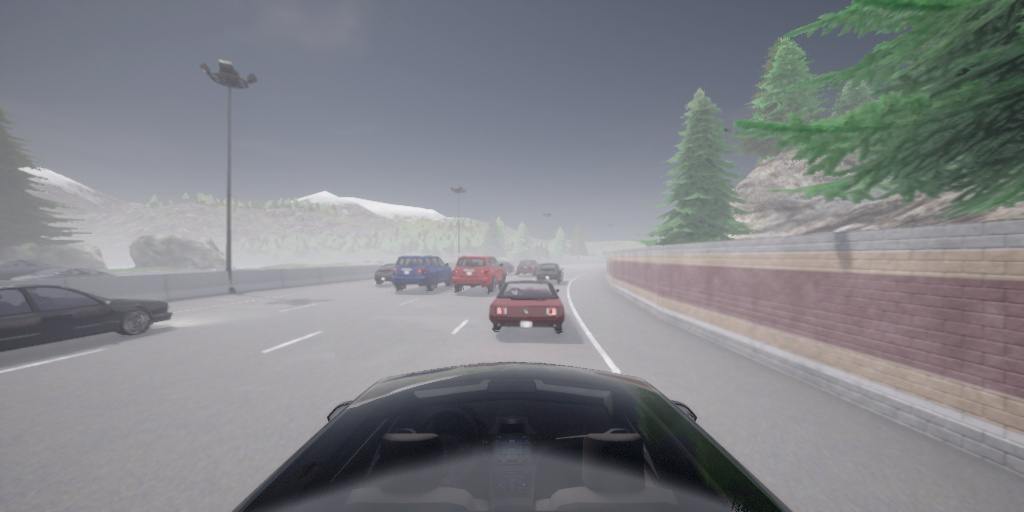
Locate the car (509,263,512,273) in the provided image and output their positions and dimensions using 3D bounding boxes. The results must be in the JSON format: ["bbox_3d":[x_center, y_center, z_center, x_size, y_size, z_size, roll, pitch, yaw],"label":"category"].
[{"bbox_3d":[-1.122,1.289,40.404,1.882,1.535,5.008,0,0,16],"label":"car"}]

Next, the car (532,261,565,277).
[{"bbox_3d":[3.055,1.312,28.489,1.837,1.490,4.892,0,0,12],"label":"car"}]

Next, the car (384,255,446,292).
[{"bbox_3d":[-5.272,0.986,21.941,2.150,2.045,5.566,0,0,8],"label":"car"}]

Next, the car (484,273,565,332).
[{"bbox_3d":[0.507,1.368,10.894,1.895,1.301,4.718,0,0,4],"label":"car"}]

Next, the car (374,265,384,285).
[{"bbox_3d":[-8.108,1.265,26.073,1.837,1.490,4.892,0,0,10],"label":"car"}]

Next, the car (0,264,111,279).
[{"bbox_3d":[-23.521,1.297,18.791,1.994,1.385,4.181,0,0,7],"label":"car"}]

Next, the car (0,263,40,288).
[{"bbox_3d":[-30.476,1.122,19.585,2.033,1.411,5.357,0,0,7],"label":"car"}]

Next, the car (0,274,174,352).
[{"bbox_3d":[-10.233,1.268,7.251,2.033,1.411,5.357,0,0,2],"label":"car"}]

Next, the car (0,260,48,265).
[{"bbox_3d":[-26.997,0.883,19.189,1.994,1.385,4.181,0,0,7],"label":"car"}]

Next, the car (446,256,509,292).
[{"bbox_3d":[-1.841,0.999,21.284,2.150,2.045,5.566,0,0,8],"label":"car"}]

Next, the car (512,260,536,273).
[{"bbox_3d":[1.920,1.171,38.310,2.097,1.767,4.553,0,0,15],"label":"car"}]
